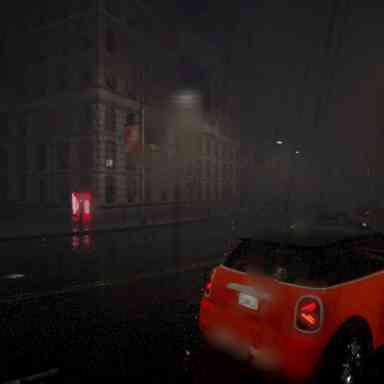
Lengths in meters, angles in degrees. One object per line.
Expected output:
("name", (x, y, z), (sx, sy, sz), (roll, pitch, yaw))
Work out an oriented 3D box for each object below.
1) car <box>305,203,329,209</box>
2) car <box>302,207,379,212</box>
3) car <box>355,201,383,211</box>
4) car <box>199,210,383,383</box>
("car", (10.096, 1.554, 26.668), (1.994, 1.385, 4.181), (0, 0, 29))
("car", (5.579, 1.541, 13.280), (2.033, 1.411, 5.357), (0, 0, 41))
("car", (14.940, 1.465, 28.121), (1.882, 1.535, 5.008), (0, 0, 29))
("car", (2.348, 1.352, 5.415), (4.553, 1.767, 2.097), (0, 0, -39))
